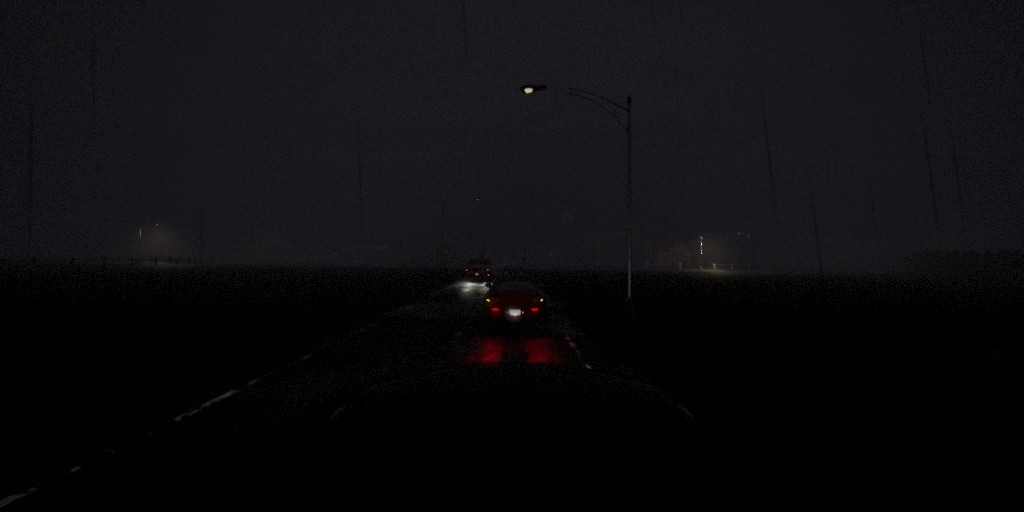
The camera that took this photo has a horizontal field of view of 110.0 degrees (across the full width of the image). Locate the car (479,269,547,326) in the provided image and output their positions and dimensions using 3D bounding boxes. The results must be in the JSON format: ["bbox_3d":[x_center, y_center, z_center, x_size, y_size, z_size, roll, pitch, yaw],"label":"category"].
[{"bbox_3d":[0.092,1.321,11.724,1.812,1.442,4.674,0,0,0],"label":"car"}]

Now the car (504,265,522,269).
[{"bbox_3d":[0.118,1.504,32.749,1.895,1.301,4.718,0,0,0],"label":"car"}]

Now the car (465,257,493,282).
[{"bbox_3d":[-2.829,1.118,31.732,2.150,2.045,5.566,0,0,0],"label":"car"}]
